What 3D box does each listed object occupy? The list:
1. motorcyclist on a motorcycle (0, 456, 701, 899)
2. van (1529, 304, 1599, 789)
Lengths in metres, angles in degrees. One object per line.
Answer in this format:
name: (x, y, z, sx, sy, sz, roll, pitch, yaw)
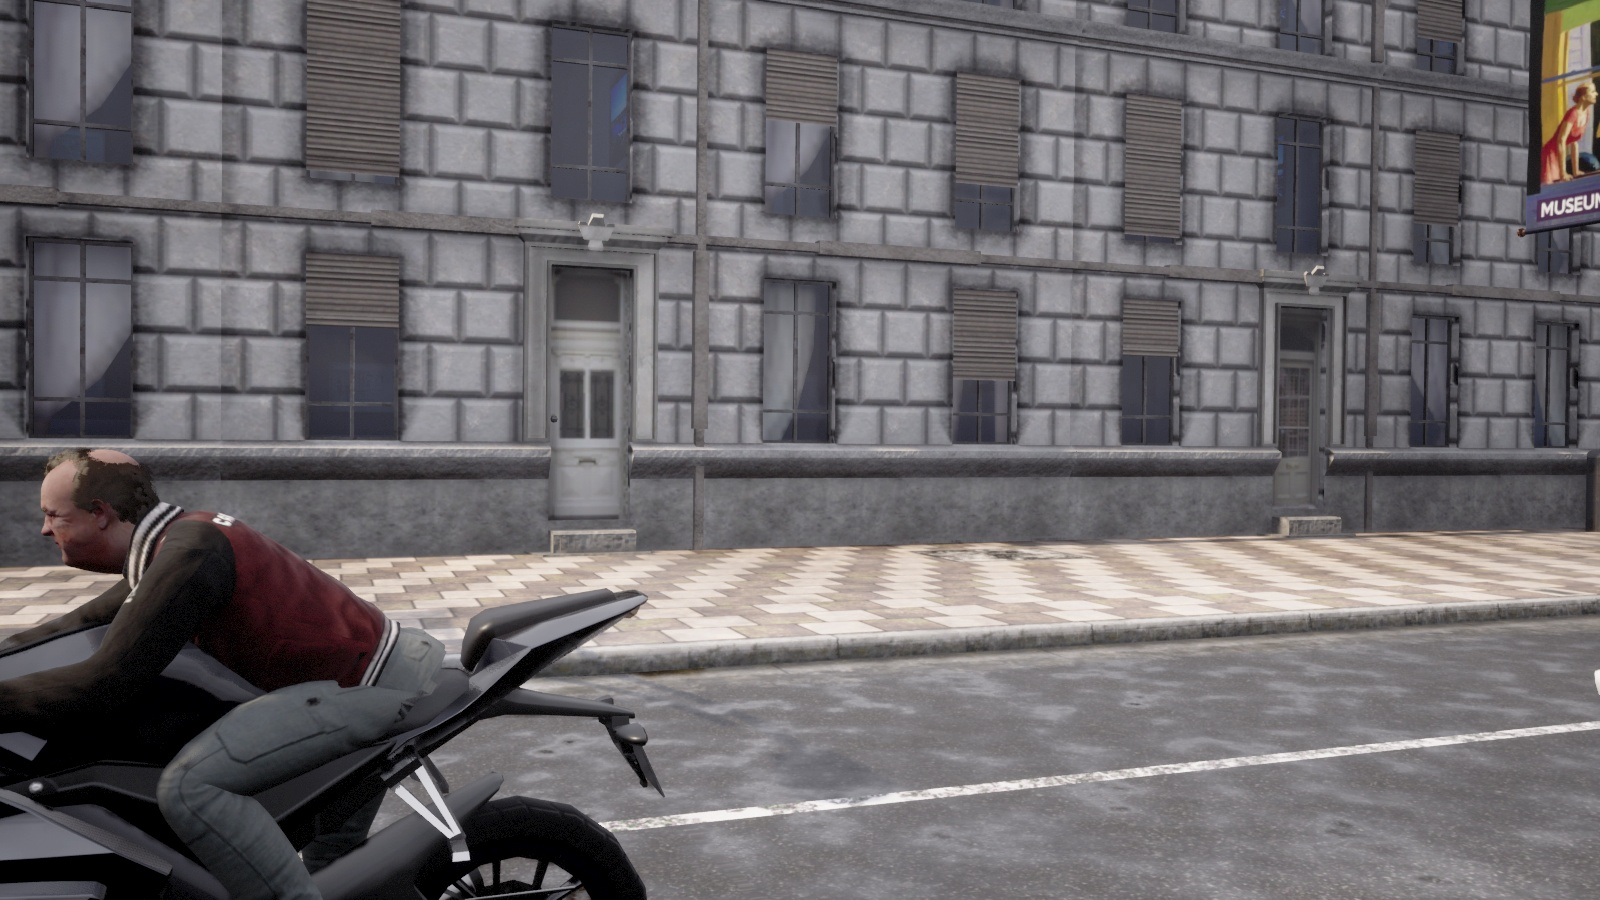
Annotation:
motorcyclist on a motorcycle: (-1.392, 0.804, 2.711, 2.191, 1.530, 0.866, -1, 1, -21)
van: (5.700, 0.370, 5.398, 4.480, 2.038, 2.069, -1, 1, -21)
